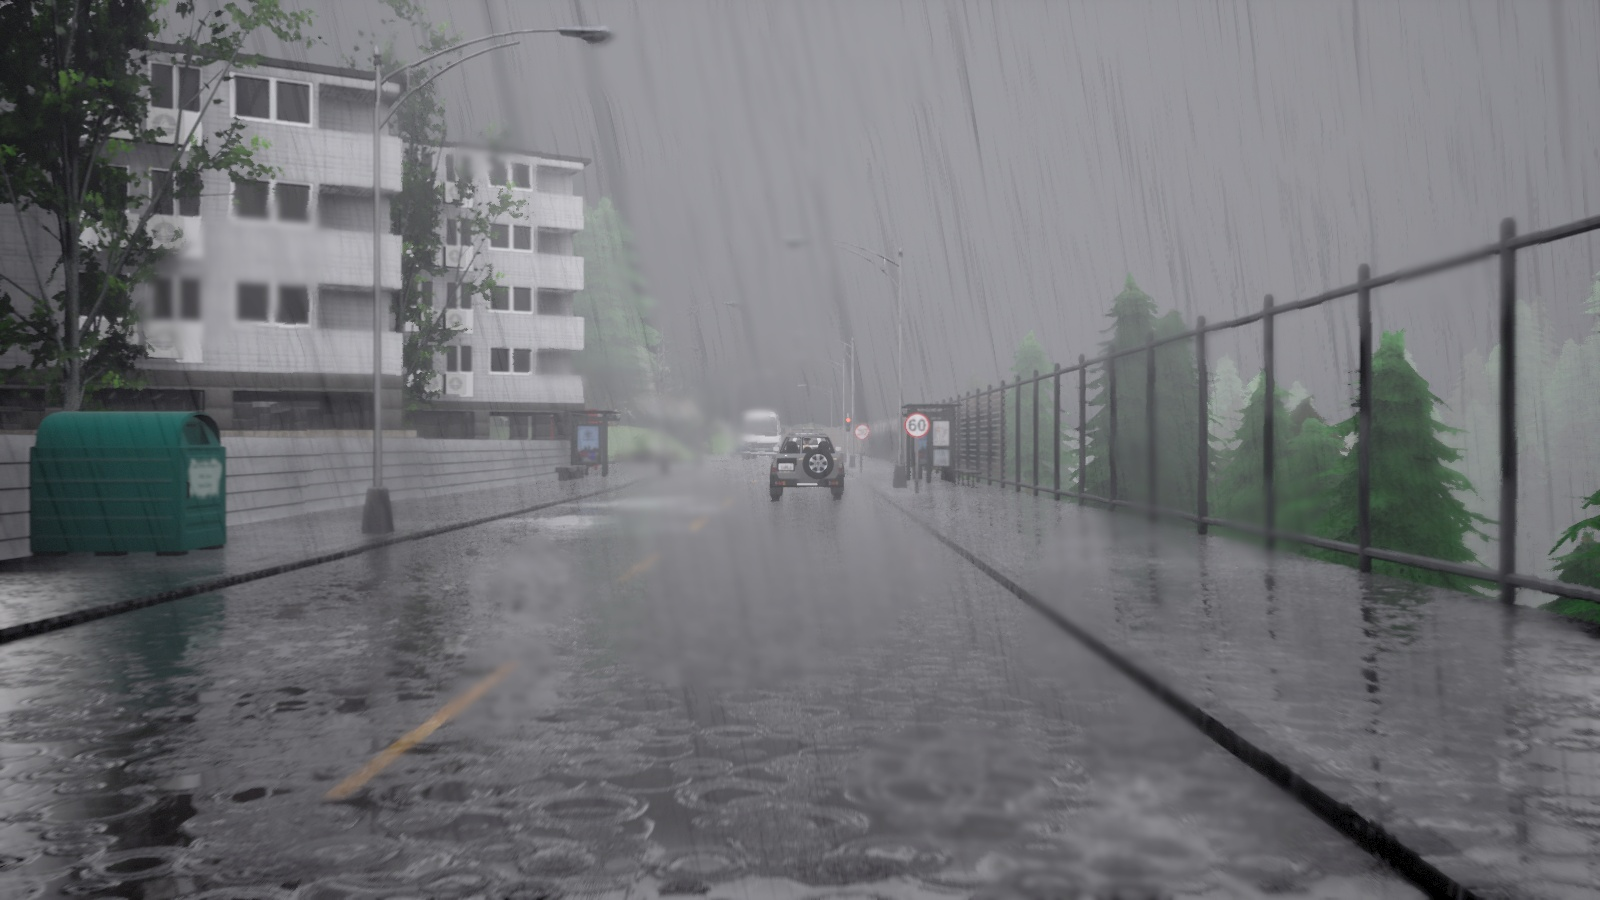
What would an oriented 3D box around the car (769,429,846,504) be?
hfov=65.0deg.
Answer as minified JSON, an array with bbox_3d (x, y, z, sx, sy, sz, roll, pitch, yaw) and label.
[{"bbox_3d":[0.196,0.376,33.632,1.932,1.855,4.605,0,1,0],"label":"car"}]
